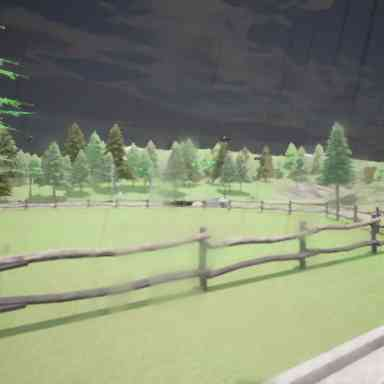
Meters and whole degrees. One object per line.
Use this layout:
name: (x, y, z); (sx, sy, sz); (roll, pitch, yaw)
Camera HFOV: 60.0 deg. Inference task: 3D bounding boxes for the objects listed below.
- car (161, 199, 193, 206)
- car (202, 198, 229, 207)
car: (-2.372, 1.666, 51.934); (4.718, 1.301, 1.895); (0, 0, 16)
car: (3.919, 1.603, 52.728); (4.674, 1.442, 1.812); (0, 0, 23)
